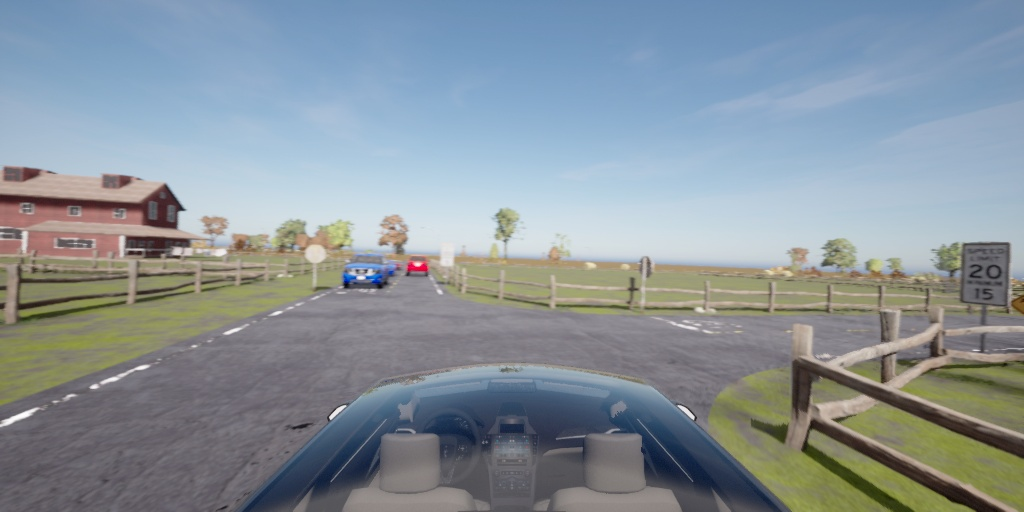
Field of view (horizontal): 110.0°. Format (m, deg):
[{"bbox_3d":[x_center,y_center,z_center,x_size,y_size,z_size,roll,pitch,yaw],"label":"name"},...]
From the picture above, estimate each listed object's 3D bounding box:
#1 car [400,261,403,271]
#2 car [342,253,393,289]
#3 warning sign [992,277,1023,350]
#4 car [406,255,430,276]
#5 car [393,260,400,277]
[{"bbox_3d":[-15.427,1.213,47.265,1.895,1.301,4.718,2,-1,-14],"label":"car"},{"bbox_3d":[-8.923,0.842,22.288,2.150,2.045,5.566,2,-1,-15],"label":"car"},{"bbox_3d":[13.767,1.583,9.233,1.060,1.860,1.300,0,0,-15],"label":"warning sign"},{"bbox_3d":[-9.714,0.957,37.000,2.150,2.045,5.566,2,-1,-15],"label":"car"},{"bbox_3d":[-11.890,1.096,33.638,1.882,1.535,5.008,2,-1,-15],"label":"car"}]
